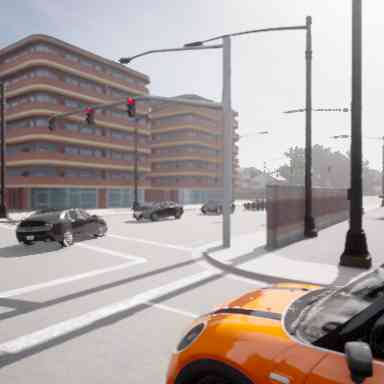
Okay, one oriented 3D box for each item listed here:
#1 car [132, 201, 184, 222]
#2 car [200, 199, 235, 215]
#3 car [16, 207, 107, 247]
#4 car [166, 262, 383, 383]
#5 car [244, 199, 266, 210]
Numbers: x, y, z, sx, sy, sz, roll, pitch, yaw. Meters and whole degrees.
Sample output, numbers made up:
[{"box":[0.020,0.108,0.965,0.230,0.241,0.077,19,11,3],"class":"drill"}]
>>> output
[{"box":[-2.588,1.439,26.139,2.128,1.511,4.902,0,0,35],"class":"car"},{"box":[2.682,1.454,33.802,1.837,1.490,4.892,0,0,34],"class":"car"},{"box":[-5.523,1.450,14.720,1.837,1.490,4.892,-3,-1,11],"class":"car"},{"box":[1.964,1.354,2.653,4.553,1.767,2.097,0,0,35],"class":"car"},{"box":[8.329,1.553,42.004,1.895,1.301,4.718,0,0,35],"class":"car"}]
